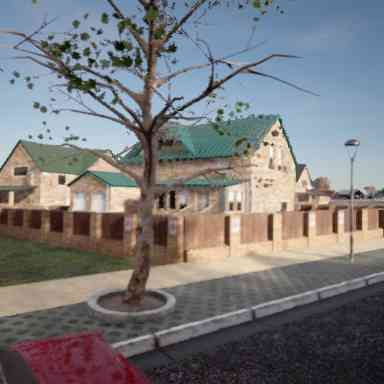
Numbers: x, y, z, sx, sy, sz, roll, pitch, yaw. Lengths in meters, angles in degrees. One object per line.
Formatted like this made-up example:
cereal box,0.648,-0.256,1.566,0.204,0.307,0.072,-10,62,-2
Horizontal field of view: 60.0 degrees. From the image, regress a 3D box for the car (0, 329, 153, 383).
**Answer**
car,-2.335,1.588,1.404,4.718,1.301,1.895,1,0,-36
